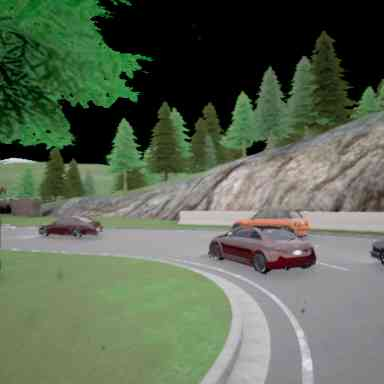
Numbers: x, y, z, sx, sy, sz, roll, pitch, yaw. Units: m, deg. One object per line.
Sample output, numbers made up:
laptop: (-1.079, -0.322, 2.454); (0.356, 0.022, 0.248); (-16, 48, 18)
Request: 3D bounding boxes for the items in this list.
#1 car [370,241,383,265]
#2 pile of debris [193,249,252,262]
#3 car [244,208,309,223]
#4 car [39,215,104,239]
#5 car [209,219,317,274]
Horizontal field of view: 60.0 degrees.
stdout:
car: (7.270, 1.655, 8.877); (2.033, 1.411, 5.357); (-1, -2, -9)
pile of debris: (1.217, 2.535, 13.465); (1.500, 0.140, 1.860); (0, -2, -41)
car: (4.530, 1.815, 19.688); (4.553, 1.767, 2.097); (-3, -2, 43)
car: (-8.192, 2.330, 22.565); (4.674, 1.442, 1.812); (-2, -2, 24)
car: (2.285, 1.854, 11.769); (1.994, 1.385, 4.181); (0, -2, -26)
